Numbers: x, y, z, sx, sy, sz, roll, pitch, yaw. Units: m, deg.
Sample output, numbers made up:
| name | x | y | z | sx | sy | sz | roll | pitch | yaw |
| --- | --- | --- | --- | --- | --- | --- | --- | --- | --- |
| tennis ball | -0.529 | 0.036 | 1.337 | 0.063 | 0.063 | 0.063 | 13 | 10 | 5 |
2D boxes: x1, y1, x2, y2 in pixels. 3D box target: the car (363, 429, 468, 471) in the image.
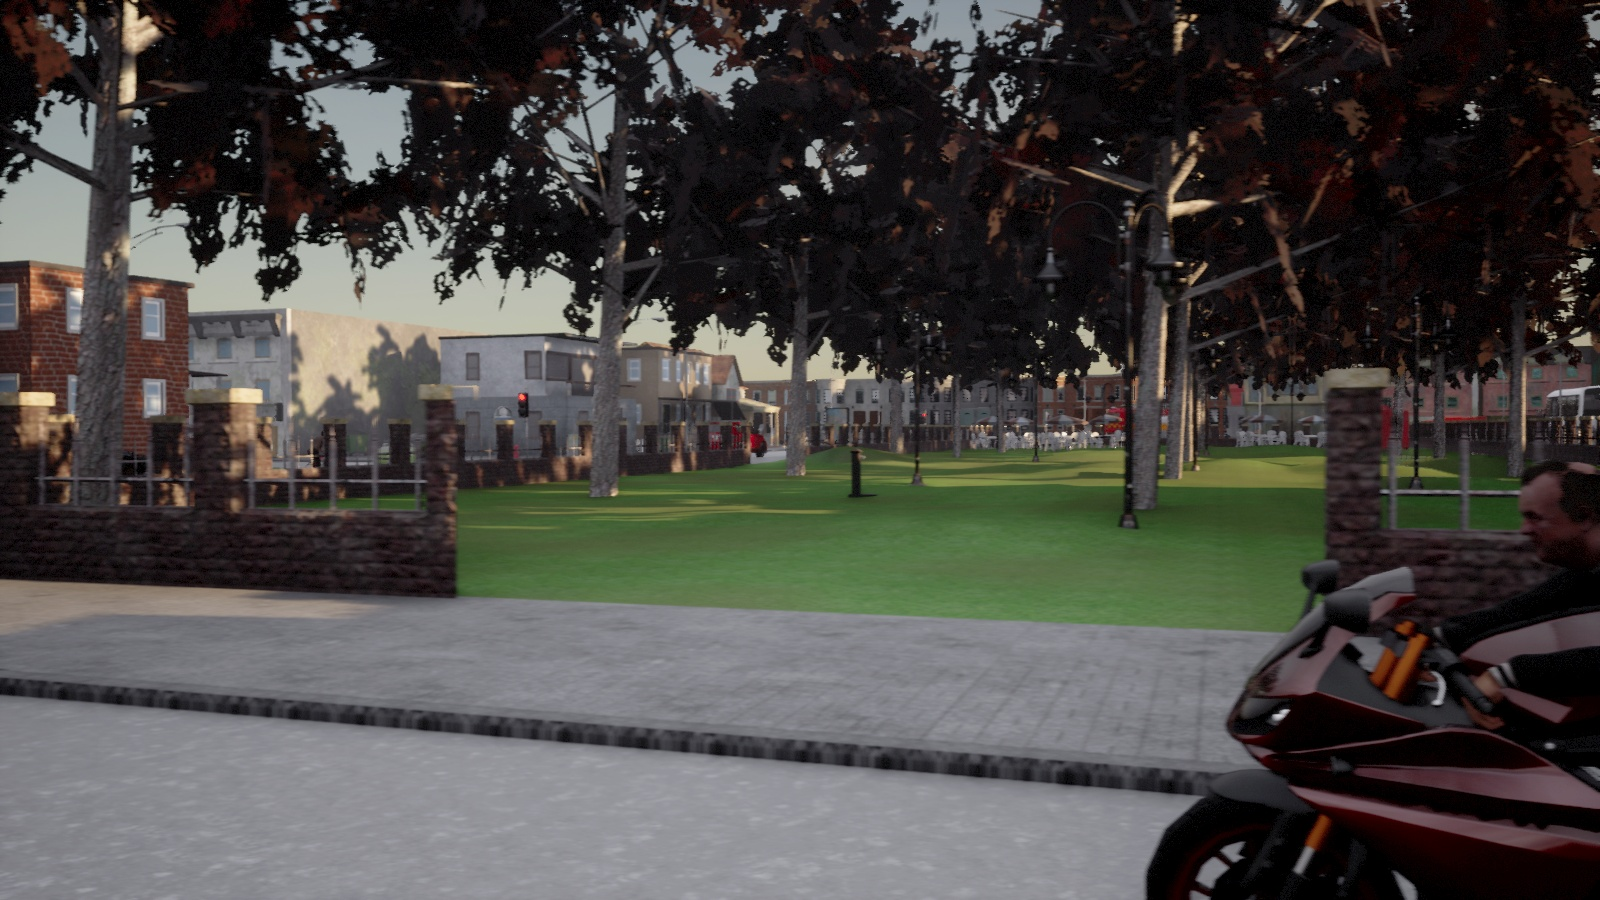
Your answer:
| name | x | y | z | sx | sy | sz | roll | pitch | yaw |
| --- | --- | --- | --- | --- | --- | --- | --- | --- | --- |
| car | -14.939 | -0.040 | 49.025 | 2.007 | 1.525 | 4.514 | 0 | 1 | 11 |

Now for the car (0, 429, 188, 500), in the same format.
| name | x | y | z | sx | sy | sz | roll | pitch | yaw |
| --- | --- | --- | --- | --- | --- | --- | --- | --- | --- |
| car | -17.183 | 0.267 | 29.656 | 2.128 | 1.511 | 4.902 | 0 | 1 | 17 |

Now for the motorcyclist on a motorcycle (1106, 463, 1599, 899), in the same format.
| name | x | y | z | sx | sy | sz | roll | pitch | yaw |
| --- | --- | --- | --- | --- | --- | --- | --- | --- | --- |
| motorcyclist on a motorcycle | 1.912 | 0.819 | 3.100 | 2.191 | 1.530 | 0.866 | 0 | 1 | 18 |

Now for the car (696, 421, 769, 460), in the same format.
| name | x | y | z | sx | sy | sz | roll | pitch | yaw |
| --- | --- | --- | --- | --- | --- | --- | --- | --- | --- |
| car | -3.694 | -0.562 | 69.818 | 2.150 | 2.045 | 5.566 | 0 | 1 | 18 |
